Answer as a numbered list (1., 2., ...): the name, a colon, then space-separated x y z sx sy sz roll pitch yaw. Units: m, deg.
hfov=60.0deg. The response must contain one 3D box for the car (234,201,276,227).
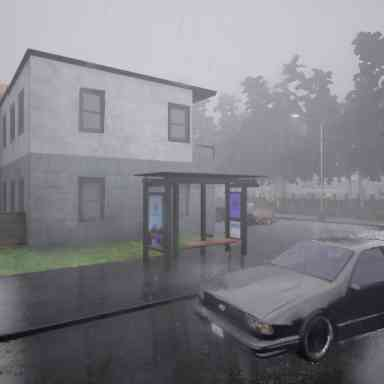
1. car: 3.577 1.352 22.965 2.097 1.767 4.553 0 0 -35

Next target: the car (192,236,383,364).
1. car: 2.717 1.547 5.901 5.357 1.411 2.033 0 0 -28

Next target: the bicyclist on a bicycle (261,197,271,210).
1. bicyclist on a bicycle: 7.145 1.349 32.428 1.656 1.620 0.582 0 0 -35
